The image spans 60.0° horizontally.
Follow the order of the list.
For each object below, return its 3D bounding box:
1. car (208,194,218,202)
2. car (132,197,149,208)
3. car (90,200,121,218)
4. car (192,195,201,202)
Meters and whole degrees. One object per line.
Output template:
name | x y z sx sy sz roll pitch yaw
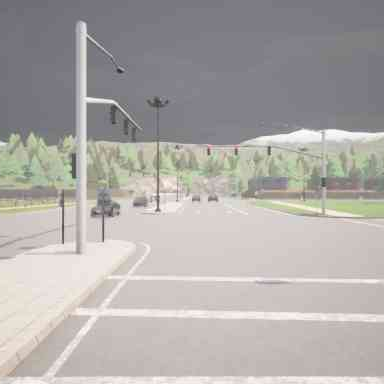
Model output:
car | 4.376 1.188 69.730 2.097 1.767 4.553 0 0 1
car | -7.511 1.504 48.580 1.837 1.490 4.892 0 0 1
car | -7.770 1.492 30.271 2.128 1.511 4.902 0 0 1
car | 0.877 1.358 69.806 2.128 1.511 4.902 0 0 1
